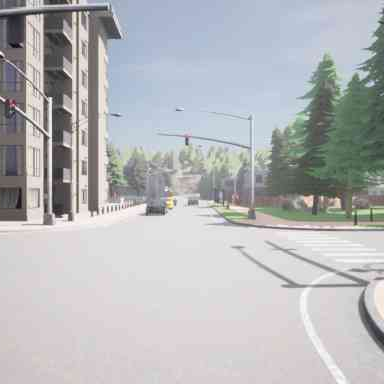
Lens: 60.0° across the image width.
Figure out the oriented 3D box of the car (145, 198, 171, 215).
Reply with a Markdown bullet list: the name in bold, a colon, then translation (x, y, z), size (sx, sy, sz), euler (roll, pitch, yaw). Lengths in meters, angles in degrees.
- **car**: translation (-3.489, 1.477, 33.508), size (1.882, 1.535, 5.008), euler (0, 0, 0)

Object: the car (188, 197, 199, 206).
- **car**: translation (0.185, 1.547, 55.689), size (2.033, 1.411, 5.357), euler (0, 0, 0)

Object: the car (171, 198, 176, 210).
- **car**: translation (-3.447, 1.477, 43.469), size (1.882, 1.535, 5.008), euler (0, 0, 0)
